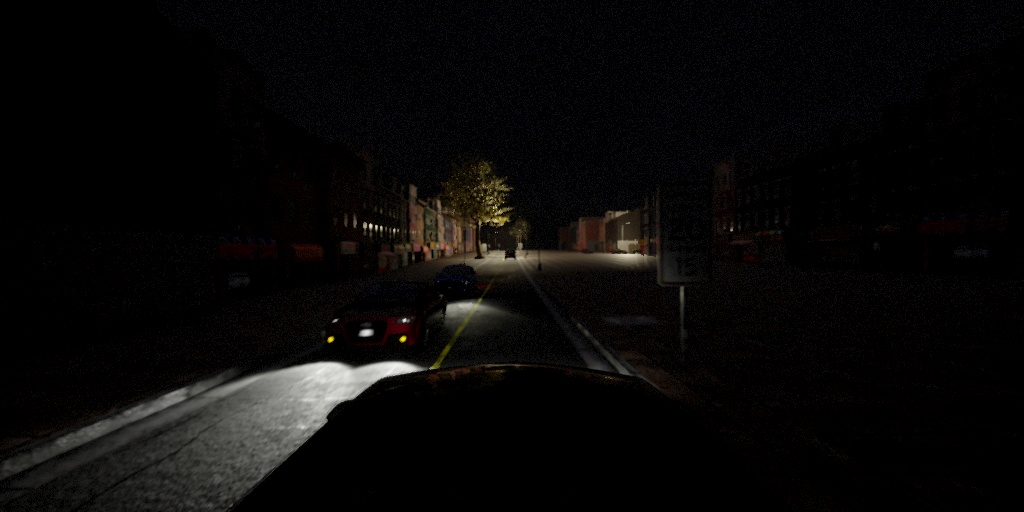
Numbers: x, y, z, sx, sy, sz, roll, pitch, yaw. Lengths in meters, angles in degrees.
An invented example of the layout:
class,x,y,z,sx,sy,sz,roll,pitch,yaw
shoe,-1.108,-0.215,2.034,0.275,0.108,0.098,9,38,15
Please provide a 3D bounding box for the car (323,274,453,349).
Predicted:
class,x,y,z,sx,sy,sz,roll,pitch,yaw
car,-2.876,1.320,9.022,1.994,1.385,4.181,0,0,-1

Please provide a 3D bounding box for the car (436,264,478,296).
class,x,y,z,sx,sy,sz,roll,pitch,yaw
car,-2.902,1.186,19.162,1.882,1.535,5.008,0,1,0
